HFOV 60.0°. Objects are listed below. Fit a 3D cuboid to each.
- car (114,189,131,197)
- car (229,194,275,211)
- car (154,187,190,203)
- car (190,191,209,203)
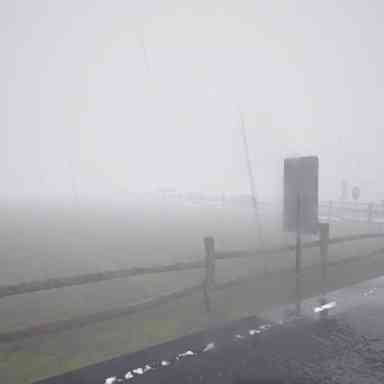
[{"bbox_3d":[-13.463,0.143,64.624,2.128,1.511,4.902,1,1,-35],"label":"car"},{"bbox_3d":[5.756,0.952,32.142,1.882,1.535,5.008,1,1,-35],"label":"car"},{"bbox_3d":[-3.050,0.342,44.700,2.150,2.045,5.566,1,1,-35],"label":"car"},{"bbox_3d":[0.266,0.669,45.087,1.882,1.535,5.008,1,1,-35],"label":"car"}]
